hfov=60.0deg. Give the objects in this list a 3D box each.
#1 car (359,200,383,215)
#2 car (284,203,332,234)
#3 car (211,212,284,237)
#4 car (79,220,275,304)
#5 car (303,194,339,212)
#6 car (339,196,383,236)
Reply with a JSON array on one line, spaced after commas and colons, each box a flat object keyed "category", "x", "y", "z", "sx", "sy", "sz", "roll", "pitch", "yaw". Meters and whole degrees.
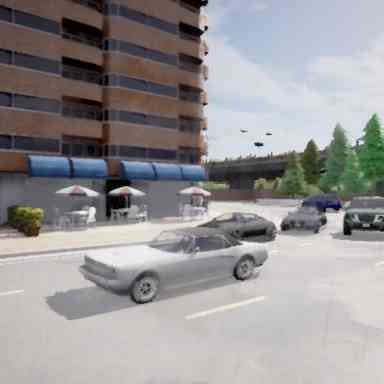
[{"category": "car", "x": 20.476, "y": 1.636, "z": 35.646, "sx": 2.033, "sy": 1.411, "sz": 5.357, "roll": 0, "pitch": 0, "yaw": -7}, {"category": "car", "x": 6.769, "y": 1.610, "z": 19.720, "sx": 1.994, "sy": 1.385, "sz": 4.181, "roll": 0, "pitch": 0, "yaw": 31}, {"category": "car", "x": 1.939, "y": 1.589, "z": 14.718, "sx": 4.181, "sy": 1.385, "sz": 1.994, "roll": 0, "pitch": 0, "yaw": -44}, {"category": "car", "x": -0.257, "y": 1.612, "z": 8.337, "sx": 4.718, "sy": 1.301, "sz": 1.895, "roll": 0, "pitch": 0, "yaw": -38}, {"category": "car", "x": 15.916, "y": 1.311, "z": 40.966, "sx": 2.150, "sy": 2.045, "sz": 5.566, "roll": 0, "pitch": 0, "yaw": -15}, {"category": "car", "x": 9.821, "y": 1.266, "z": 18.451, "sx": 2.150, "sy": 2.045, "sz": 5.566, "roll": 0, "pitch": 0, "yaw": 30}]
